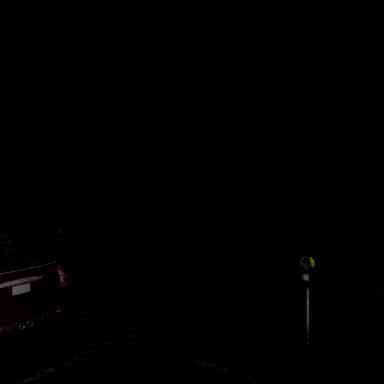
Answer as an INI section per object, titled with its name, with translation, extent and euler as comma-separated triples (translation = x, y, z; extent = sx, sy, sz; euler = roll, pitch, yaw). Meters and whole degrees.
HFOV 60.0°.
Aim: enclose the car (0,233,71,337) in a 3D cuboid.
[car]
translation = -4.064, 1.440, 5.975
extent = 4.097, 1.590, 1.967
euler = 0, 0, 36
